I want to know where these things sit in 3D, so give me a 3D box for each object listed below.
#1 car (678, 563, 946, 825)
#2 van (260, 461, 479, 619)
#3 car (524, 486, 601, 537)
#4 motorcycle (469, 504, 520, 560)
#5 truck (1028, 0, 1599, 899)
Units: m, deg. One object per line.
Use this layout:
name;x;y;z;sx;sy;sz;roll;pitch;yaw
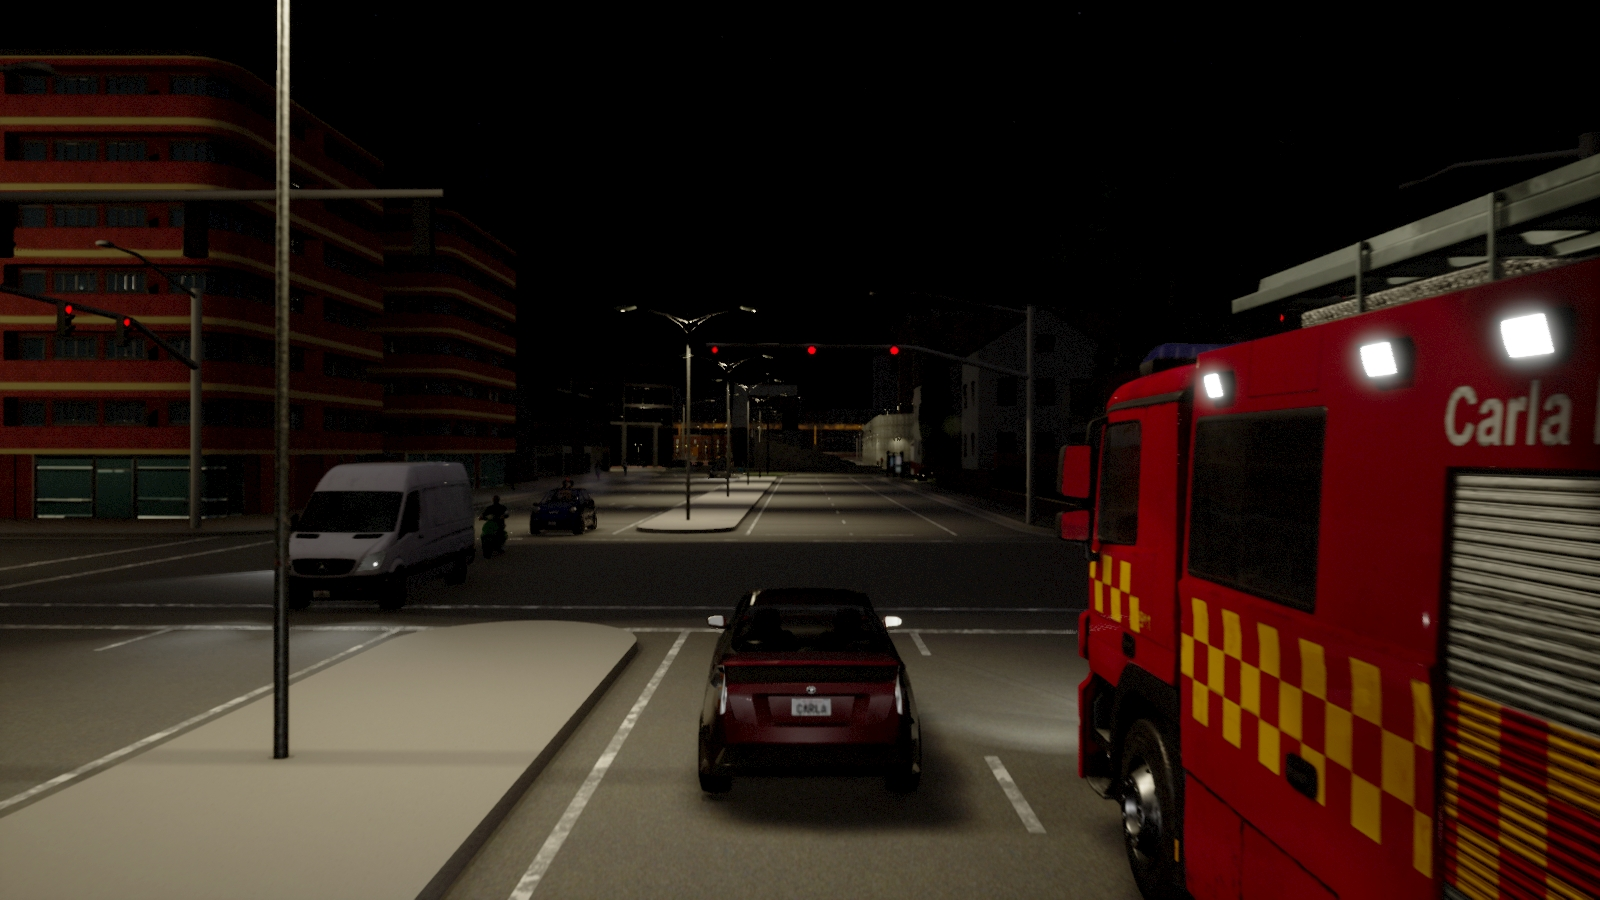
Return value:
car;0.060;2.051;10.831;2.007;1.525;4.514;0;0;-1
van;-8.015;1.531;22.024;1.988;2.561;5.915;0;0;0
car;-8.014;2.050;38.803;1.845;1.501;3.633;0;0;0
motorcycle;-8.000;2.134;30.020;0.856;1.341;1.805;0;0;0
truck;3.243;0.906;4.792;2.891;3.827;8.468;0;0;0
